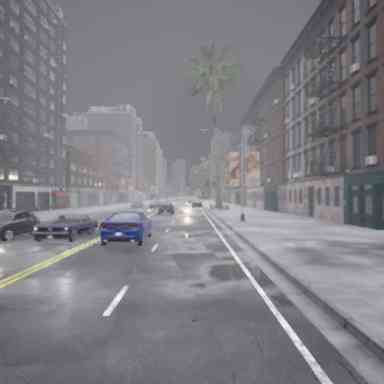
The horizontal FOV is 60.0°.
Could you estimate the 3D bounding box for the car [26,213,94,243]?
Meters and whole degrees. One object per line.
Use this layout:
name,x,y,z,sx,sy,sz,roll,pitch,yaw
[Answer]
car,-6.603,1.823,17.699,1.895,1.301,4.718,0,-1,0

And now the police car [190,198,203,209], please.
police car,0.968,2.200,61.998,1.930,1.638,5.238,0,-1,0

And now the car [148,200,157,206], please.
car,-6.552,2.214,58.936,1.882,1.535,5.008,0,-1,1

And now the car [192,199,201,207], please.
car,0.966,2.355,72.077,1.801,1.575,5.366,0,-1,0

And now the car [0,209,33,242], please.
car,-9.852,1.728,17.784,1.837,1.490,4.892,0,-1,0

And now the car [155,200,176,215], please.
car,-3.154,2.030,41.818,1.837,1.490,4.892,0,0,0

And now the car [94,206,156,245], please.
car,-3.152,1.688,16.709,1.882,1.535,5.008,0,-1,0

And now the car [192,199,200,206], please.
car,0.965,2.429,78.076,1.801,1.575,5.366,0,-1,0

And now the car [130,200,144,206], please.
car,-9.794,2.250,59.708,1.837,1.490,4.892,0,-1,1
